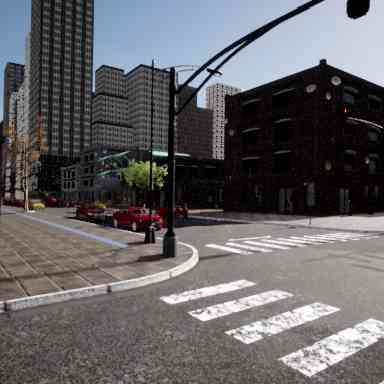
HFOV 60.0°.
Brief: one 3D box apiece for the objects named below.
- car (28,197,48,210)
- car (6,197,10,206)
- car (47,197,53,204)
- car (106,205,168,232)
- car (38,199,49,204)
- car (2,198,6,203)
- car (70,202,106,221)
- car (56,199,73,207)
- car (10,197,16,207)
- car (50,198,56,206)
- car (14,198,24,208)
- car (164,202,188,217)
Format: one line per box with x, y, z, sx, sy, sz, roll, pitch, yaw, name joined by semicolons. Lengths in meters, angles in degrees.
-22.767;1.891;48.515;1.752;1.417;4.829;1;-1;-35;car
-35.327;2.131;66.572;1.947;1.339;4.313;1;-1;-35;car
-34.803;2.140;80.442;2.192;1.841;5.009;1;-1;-35;car
-3.466;1.615;20.806;1.887;1.381;4.507;1;-1;-35;car
-38.073;2.403;85.113;1.752;1.417;4.829;1;-1;-35;car
-38.498;1.930;71.108;2.192;1.841;5.009;1;-1;-35;car
-8.627;1.730;28.181;1.802;1.307;4.206;1;-1;-35;car
-25.288;2.114;66.840;1.967;1.590;4.097;1;-1;-35;car
-32.155;2.081;62.038;1.947;1.339;4.313;1;-1;-35;car
-28.460;2.306;71.372;1.802;1.307;4.206;1;-1;-35;car
-29.165;2.012;57.752;1.887;1.381;4.507;1;-1;-35;car
-2.179;1.761;34.036;1.967;1.590;4.097;1;-1;-35;car
